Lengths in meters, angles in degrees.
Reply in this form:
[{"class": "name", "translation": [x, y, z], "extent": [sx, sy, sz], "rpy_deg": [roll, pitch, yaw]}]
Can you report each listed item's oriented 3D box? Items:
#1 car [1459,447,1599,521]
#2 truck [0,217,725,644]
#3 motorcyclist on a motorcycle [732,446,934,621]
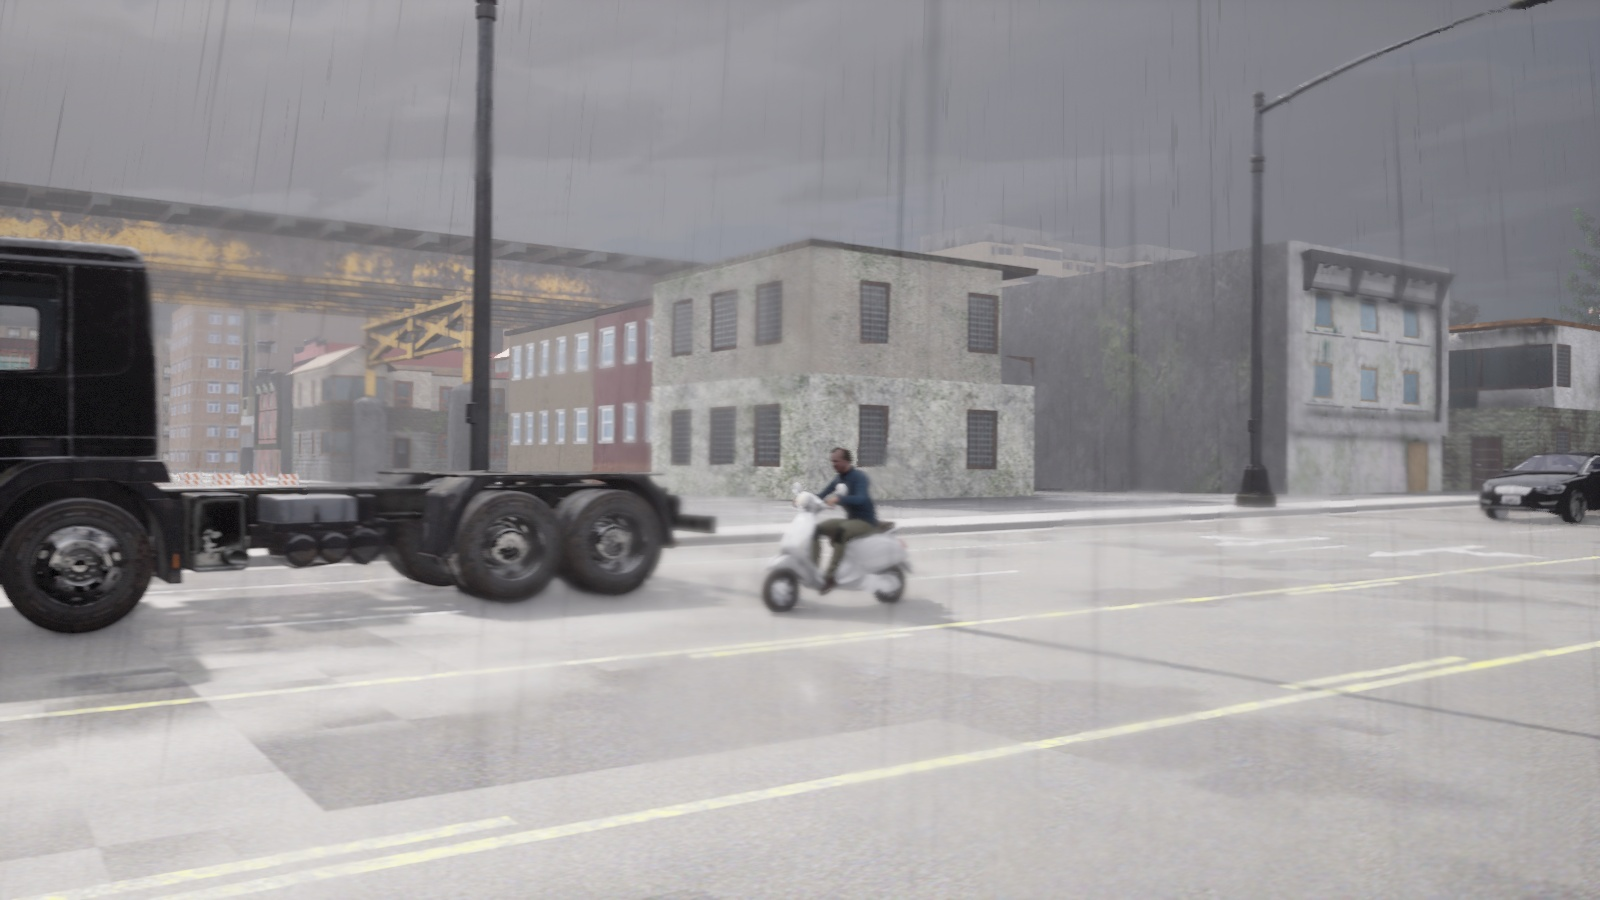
[{"class": "car", "translation": [17.089, 0.690, 28.053], "extent": [4.902, 1.511, 2.128], "rpy_deg": [0, 0, -34]}, {"class": "truck", "translation": [-4.932, -0.145, 12.992], "extent": [7.936, 3.462, 2.891], "rpy_deg": [0, 0, -34]}, {"class": "motorcyclist on a motorcycle", "translation": [0.335, 0.765, 12.348], "extent": [1.817, 1.590, 0.866], "rpy_deg": [0, 0, -34]}]
